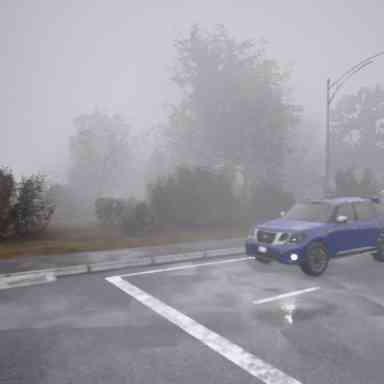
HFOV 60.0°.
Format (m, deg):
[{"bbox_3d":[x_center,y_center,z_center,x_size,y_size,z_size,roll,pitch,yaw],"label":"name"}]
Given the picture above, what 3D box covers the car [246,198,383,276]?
[{"bbox_3d":[4.338,1.225,10.670,5.566,2.045,2.150,0,0,-31],"label":"car"}]
